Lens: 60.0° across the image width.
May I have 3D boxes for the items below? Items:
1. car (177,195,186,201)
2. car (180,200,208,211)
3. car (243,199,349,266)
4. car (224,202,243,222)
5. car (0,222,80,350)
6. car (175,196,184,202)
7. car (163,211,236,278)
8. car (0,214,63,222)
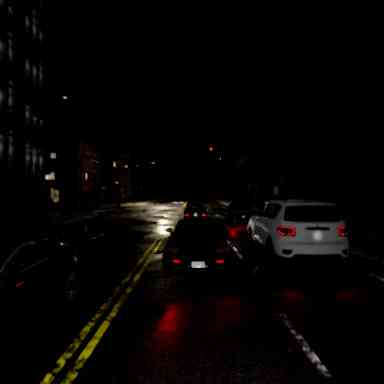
[{"bbox_3d":[-2.834,1.640,91.813,2.128,1.511,4.902,0,0,0],"label":"car"},{"bbox_3d":[0.249,1.580,24.599,2.033,1.411,5.357,0,0,0],"label":"car"},{"bbox_3d":[3.423,1.239,11.736,2.150,2.045,5.566,0,0,0],"label":"car"},{"bbox_3d":[3.500,1.511,24.764,1.882,1.535,5.008,0,0,1],"label":"car"},{"bbox_3d":[-3.321,1.499,5.283,2.128,1.511,4.902,0,0,0],"label":"car"},{"bbox_3d":[-2.880,1.659,76.179,1.994,1.385,4.181,0,0,0],"label":"car"},{"bbox_3d":[0.160,1.539,10.111,1.812,1.442,4.674,0,0,0],"label":"car"},{"bbox_3d":[-6.526,1.564,12.451,2.033,1.411,5.357,0,0,0],"label":"car"}]
